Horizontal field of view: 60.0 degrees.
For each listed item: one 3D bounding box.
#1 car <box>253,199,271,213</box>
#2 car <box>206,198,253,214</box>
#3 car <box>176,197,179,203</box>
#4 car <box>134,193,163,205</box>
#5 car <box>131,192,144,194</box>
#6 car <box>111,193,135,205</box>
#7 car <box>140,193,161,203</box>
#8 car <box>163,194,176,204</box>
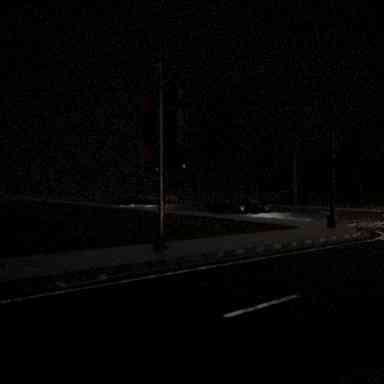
[{"bbox_3d":[6.296,1.425,35.591,1.812,1.442,4.674,0,0,-36],"label":"car"},{"bbox_3d":[3.426,1.393,34.034,2.128,1.511,4.902,0,0,-36],"label":"car"},{"bbox_3d":[-4.192,1.338,61.263,1.812,1.442,4.674,0,0,-36],"label":"car"},{"bbox_3d":[-7.135,1.356,54.139,1.812,1.442,4.674,0,0,-35],"label":"car"},{"bbox_3d":[-11.070,1.023,65.146,2.150,2.045,5.566,0,0,-36],"label":"car"},{"bbox_3d":[-11.652,1.377,54.875,2.033,1.411,5.357,0,0,-36],"label":"car"},{"bbox_3d":[-8.407,1.153,67.012,2.097,1.767,4.553,0,0,-36],"label":"car"},{"bbox_3d":[-5.245,1.175,57.234,2.097,1.767,4.553,0,0,-35],"label":"car"}]
